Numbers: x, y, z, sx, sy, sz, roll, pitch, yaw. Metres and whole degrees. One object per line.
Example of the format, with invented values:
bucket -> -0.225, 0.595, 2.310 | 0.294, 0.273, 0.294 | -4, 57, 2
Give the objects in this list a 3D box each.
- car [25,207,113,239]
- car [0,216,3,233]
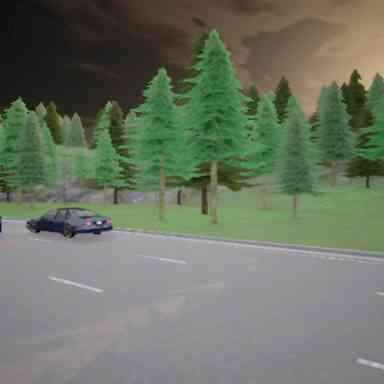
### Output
car -> -6.425, 1.499, 17.170 | 5.357, 1.411, 2.033 | 0, 0, 35
car -> -11.208, 1.418, 16.281 | 5.008, 1.535, 1.882 | 1, 0, 35
